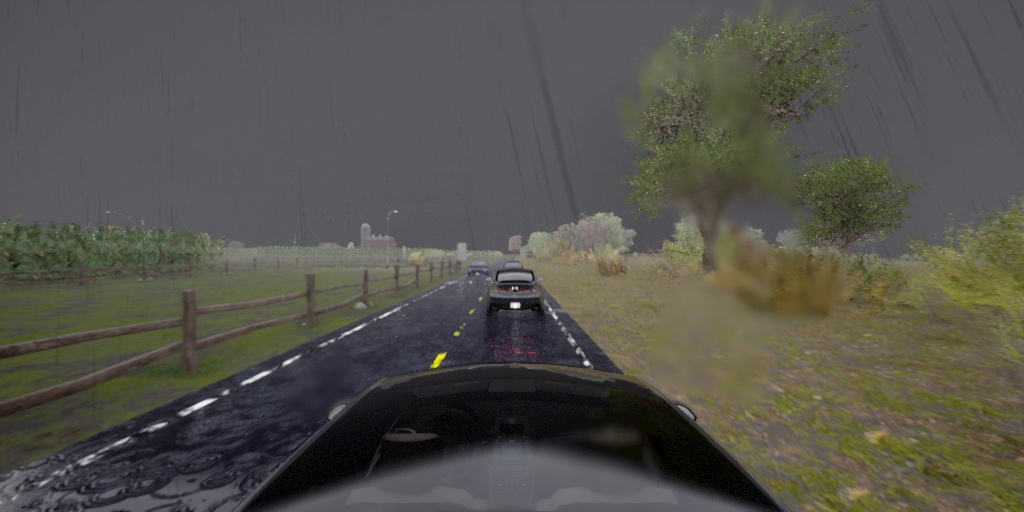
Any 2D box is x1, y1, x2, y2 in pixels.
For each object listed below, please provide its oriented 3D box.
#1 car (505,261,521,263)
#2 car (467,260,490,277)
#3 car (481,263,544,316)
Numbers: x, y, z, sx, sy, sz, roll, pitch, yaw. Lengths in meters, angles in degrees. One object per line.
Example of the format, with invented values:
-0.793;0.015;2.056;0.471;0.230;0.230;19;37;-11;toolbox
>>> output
0.095;1.103;28.319;2.033;1.411;5.357;0;0;0;car
-2.826;1.078;32.105;2.033;1.411;5.357;0;0;0;car
0.098;1.172;12.937;1.837;1.490;4.892;0;1;0;car
